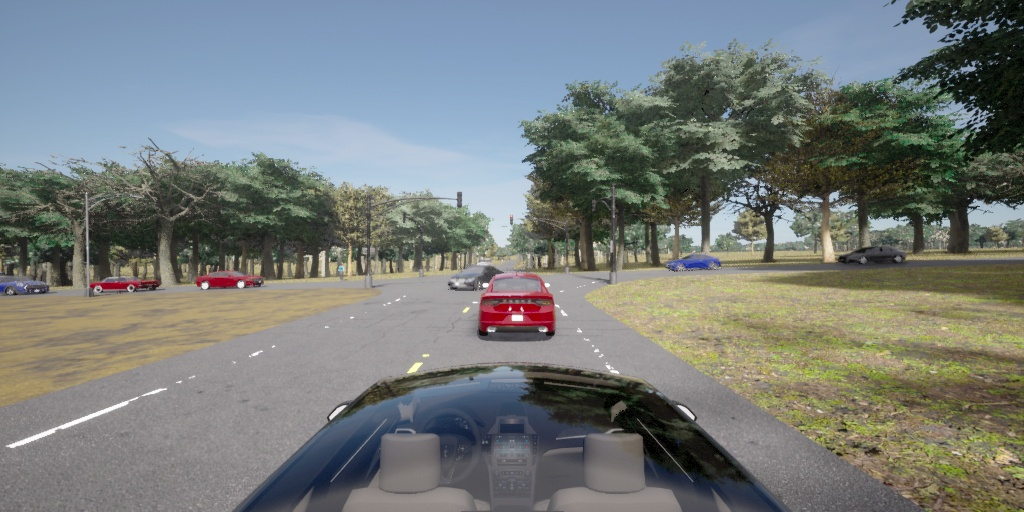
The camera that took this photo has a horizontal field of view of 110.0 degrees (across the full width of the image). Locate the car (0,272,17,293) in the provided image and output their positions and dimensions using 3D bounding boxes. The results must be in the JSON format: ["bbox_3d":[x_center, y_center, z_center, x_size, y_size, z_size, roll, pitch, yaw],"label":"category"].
[{"bbox_3d":[-52.812,2.699,35.247,5.566,2.045,2.150,-2,-1,3],"label":"car"}]

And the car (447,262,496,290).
[{"bbox_3d":[-2.056,1.286,21.902,1.812,1.442,4.674,0,0,25],"label":"car"}]

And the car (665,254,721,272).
[{"bbox_3d":[16.165,0.590,32.068,4.674,1.442,1.812,-2,-1,-1],"label":"car"}]

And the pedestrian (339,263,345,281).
[{"bbox_3d":[-17.905,1.665,37.570,0.375,1.860,0.375,0,1,3],"label":"pedestrian"}]

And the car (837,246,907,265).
[{"bbox_3d":[31.572,-0.039,31.554,4.892,1.490,1.837,-3,-1,2],"label":"car"}]

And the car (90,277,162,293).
[{"bbox_3d":[-33.040,2.415,30.647,4.718,1.301,1.895,-2,-1,3],"label":"car"}]

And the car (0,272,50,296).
[{"bbox_3d":[-43.321,2.500,31.141,4.553,1.767,2.097,-2,-1,3],"label":"car"}]

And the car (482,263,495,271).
[{"bbox_3d":[-4.074,1.907,62.961,1.994,1.385,4.181,0,-1,0],"label":"car"}]

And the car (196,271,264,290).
[{"bbox_3d":[-23.682,1.973,30.224,5.008,1.535,1.882,-2,-1,2],"label":"car"}]

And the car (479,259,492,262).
[{"bbox_3d":[-3.910,1.391,53.011,2.150,2.045,5.566,0,-1,1],"label":"car"}]

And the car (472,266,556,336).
[{"bbox_3d":[0.129,1.229,10.446,1.882,1.535,5.008,0,0,0],"label":"car"}]
